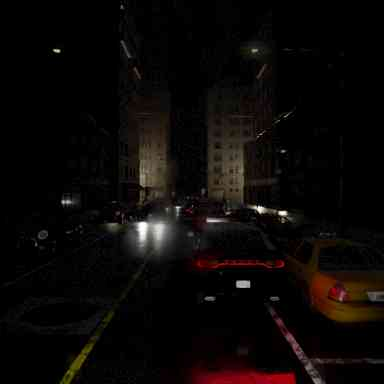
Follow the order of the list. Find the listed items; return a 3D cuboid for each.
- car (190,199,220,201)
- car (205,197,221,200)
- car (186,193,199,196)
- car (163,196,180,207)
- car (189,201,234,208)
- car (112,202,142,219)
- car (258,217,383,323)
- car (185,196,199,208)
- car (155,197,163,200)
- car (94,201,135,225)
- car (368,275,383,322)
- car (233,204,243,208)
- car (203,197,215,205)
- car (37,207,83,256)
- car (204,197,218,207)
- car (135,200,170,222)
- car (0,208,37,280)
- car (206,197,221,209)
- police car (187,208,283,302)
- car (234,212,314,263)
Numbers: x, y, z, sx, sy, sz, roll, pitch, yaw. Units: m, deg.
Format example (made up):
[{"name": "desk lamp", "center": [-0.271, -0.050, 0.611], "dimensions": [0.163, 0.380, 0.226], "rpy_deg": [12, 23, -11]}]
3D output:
[{"name": "car", "center": [0.928, 1.495, 24.339], "dimensions": [1.837, 1.490, 4.892], "rpy_deg": [0, 0, 0]}, {"name": "car", "center": [2.916, 1.528, 40.624], "dimensions": [2.008, 1.369, 4.403], "rpy_deg": [-1, 0, 0]}, {"name": "car", "center": [0.075, 1.179, 59.545], "dimensions": [2.150, 2.045, 5.566], "rpy_deg": [0, 0, 0]}, {"name": "car", "center": [-2.936, 1.471, 51.340], "dimensions": [1.837, 1.490, 4.892], "rpy_deg": [0, 0, 0]}, {"name": "car", "center": [0.921, 1.470, 18.340], "dimensions": [1.882, 1.535, 5.008], "rpy_deg": [0, 0, 0]}, {"name": "car", "center": [-5.640, 1.568, 29.464], "dimensions": [1.802, 1.307, 4.206], "rpy_deg": [-1, 0, 0]}, {"name": "car", "center": [2.864, 1.523, 7.280], "dimensions": [1.752, 1.417, 4.829], "rpy_deg": [-1, 0, 0]}, {"name": "car", "center": [0.076, 1.573, 46.267], "dimensions": [1.895, 1.301, 4.718], "rpy_deg": [0, 0, 1]}, {"name": "car", "center": [-5.604, 1.504, 57.392], "dimensions": [1.887, 1.381, 4.507], "rpy_deg": [-1, 0, 0]}, {"name": "car", "center": [-5.649, 1.430, 23.878], "dimensions": [1.967, 1.590, 4.097], "rpy_deg": [-1, 0, 0]}, {"name": "car", "center": [2.856, 1.581, 1.523], "dimensions": [1.802, 1.307, 4.206], "rpy_deg": [-1, 0, 0]}, {"name": "car", "center": [2.881, 1.558, 18.281], "dimensions": [1.947, 1.339, 4.313], "rpy_deg": [-1, 0, 0]}, {"name": "car", "center": [2.941, 1.542, 57.382], "dimensions": [1.802, 1.307, 4.206], "rpy_deg": [-1, 0, 0]}, {"name": "car", "center": [-5.664, 1.435, 12.706], "dimensions": [1.967, 1.590, 4.097], "rpy_deg": [-1, 0, 0]}, {"name": "car", "center": [2.933, 1.532, 51.796], "dimensions": [1.947, 1.339, 4.313], "rpy_deg": [-1, 0, 0]}, {"name": "car", "center": [-3.069, 1.552, 26.353], "dimensions": [1.994, 1.385, 4.181], "rpy_deg": [0, 0, 0]}, {"name": "car", "center": [-5.673, 1.312, 7.121], "dimensions": [2.192, 1.841, 5.009], "rpy_deg": [-1, 0, 0]}, {"name": "car", "center": [2.924, 1.497, 46.380], "dimensions": [1.752, 1.417, 4.829], "rpy_deg": [-1, 0, 0]}, {"name": "police car", "center": [0.908, 1.422, 8.449], "dimensions": [1.930, 1.638, 5.238], "rpy_deg": [0, 0, 0]}, {"name": "car", "center": [2.872, 1.561, 12.695], "dimensions": [1.947, 1.339, 4.313], "rpy_deg": [-1, 0, 0]}]
